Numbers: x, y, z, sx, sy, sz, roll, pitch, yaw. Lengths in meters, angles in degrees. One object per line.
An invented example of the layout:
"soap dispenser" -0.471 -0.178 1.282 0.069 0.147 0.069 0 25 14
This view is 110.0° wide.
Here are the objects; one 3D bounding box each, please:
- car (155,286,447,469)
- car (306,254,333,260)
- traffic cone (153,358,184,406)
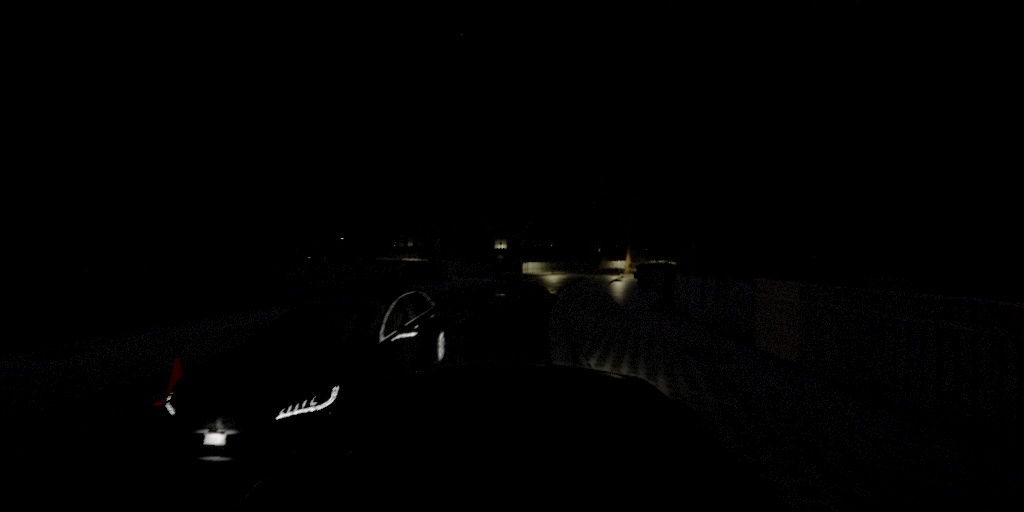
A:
"car" -2.291 1.260 5.358 1.837 1.490 4.892 0 0 3
"car" -25.009 0.777 47.486 5.566 2.045 2.150 1 0 25
"traffic cone" -4.593 1.692 4.914 0.340 0.580 0.340 0 0 2
